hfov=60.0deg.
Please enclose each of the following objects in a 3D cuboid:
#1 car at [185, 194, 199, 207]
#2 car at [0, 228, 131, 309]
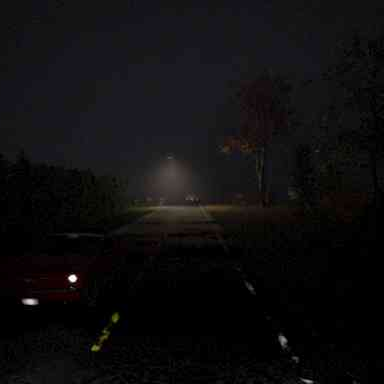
[{"bbox_3d":[-0.008,1.310,54.530,2.150,2.045,5.566,0,0,0],"label":"car"},{"bbox_3d":[-2.812,1.607,8.003,1.895,1.301,4.718,0,0,0],"label":"car"}]
